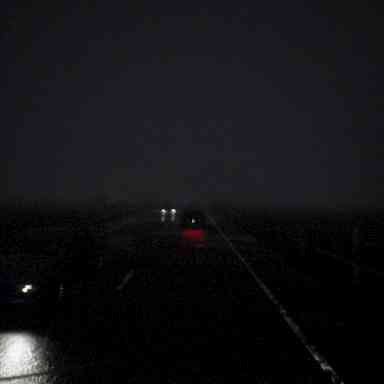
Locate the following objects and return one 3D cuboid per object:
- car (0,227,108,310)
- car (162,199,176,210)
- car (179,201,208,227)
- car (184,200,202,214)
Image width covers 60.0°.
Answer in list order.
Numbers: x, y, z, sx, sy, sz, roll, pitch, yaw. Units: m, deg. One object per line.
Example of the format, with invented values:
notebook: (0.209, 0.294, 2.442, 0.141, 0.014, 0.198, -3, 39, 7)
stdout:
car: (-3.594, 1.622, 8.387, 2.033, 1.411, 5.357, 0, -1, 0)
car: (-3.571, 1.964, 52.319, 1.837, 1.490, 4.892, 0, -1, 0)
car: (0.090, 1.724, 24.921, 1.837, 1.490, 4.892, 0, 0, 0)
car: (0.089, 1.861, 42.177, 2.128, 1.511, 4.902, 0, 0, 0)
